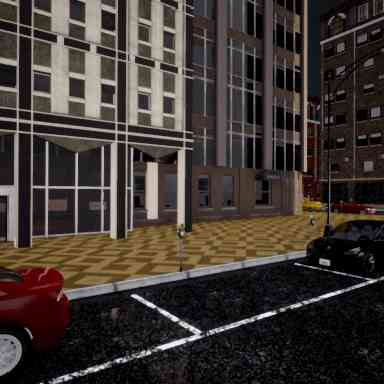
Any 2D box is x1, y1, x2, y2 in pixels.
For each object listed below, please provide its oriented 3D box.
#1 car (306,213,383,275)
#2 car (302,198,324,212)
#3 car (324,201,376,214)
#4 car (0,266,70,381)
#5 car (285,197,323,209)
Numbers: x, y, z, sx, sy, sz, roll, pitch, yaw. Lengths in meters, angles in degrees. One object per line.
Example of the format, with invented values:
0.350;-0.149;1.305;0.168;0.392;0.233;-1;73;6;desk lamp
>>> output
5.441;1.567;10.462;4.313;1.339;1.947;0;0;-36;car
12.271;1.467;36.600;1.752;1.417;4.829;0;0;-36;car
15.480;1.535;32.142;1.802;1.307;4.206;0;0;-36;car
-3.808;1.545;3.837;4.507;1.381;1.887;0;0;-36;car
15.563;1.500;46.369;1.752;1.417;4.829;0;0;-36;car
